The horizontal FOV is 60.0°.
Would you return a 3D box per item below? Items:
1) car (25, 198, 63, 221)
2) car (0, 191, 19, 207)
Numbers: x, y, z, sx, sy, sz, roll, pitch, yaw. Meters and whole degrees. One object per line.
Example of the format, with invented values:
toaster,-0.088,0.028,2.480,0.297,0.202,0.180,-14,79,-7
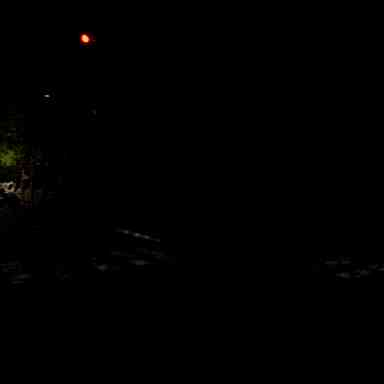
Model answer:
car,-10.174,1.123,22.690,1.752,1.417,4.829,1,0,-36
car,-19.847,0.858,35.985,2.008,1.369,4.403,1,0,-36
